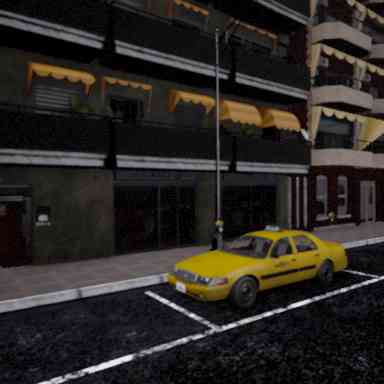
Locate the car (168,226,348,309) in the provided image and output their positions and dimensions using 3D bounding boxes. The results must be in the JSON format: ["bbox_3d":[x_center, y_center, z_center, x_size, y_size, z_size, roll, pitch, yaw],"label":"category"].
[{"bbox_3d":[1.749,1.509,7.817,4.829,1.417,1.752,0,0,-35],"label":"car"}]
